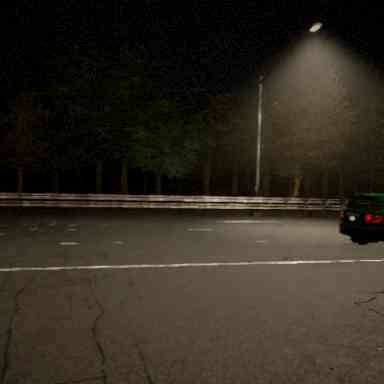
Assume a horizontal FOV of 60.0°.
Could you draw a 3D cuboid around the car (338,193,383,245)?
[{"bbox_3d":[8.414,1.107,12.638,5.566,2.045,2.150,1,1,-12],"label":"car"}]
